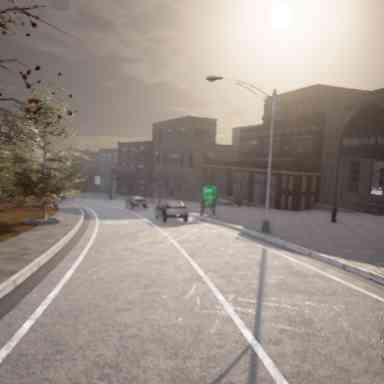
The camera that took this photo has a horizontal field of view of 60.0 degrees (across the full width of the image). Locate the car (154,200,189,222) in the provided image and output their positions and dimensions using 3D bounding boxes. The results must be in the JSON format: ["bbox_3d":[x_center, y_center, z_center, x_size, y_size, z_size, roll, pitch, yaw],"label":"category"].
[{"bbox_3d":[-1.599,1.356,24.784,2.128,1.511,4.902,1,0,-16],"label":"car"}]

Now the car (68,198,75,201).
[{"bbox_3d":[-24.418,0.921,65.350,2.128,1.511,4.902,-1,1,-31],"label":"car"}]

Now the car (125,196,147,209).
[{"bbox_3d":[-6.653,1.199,39.294,1.837,1.490,4.892,0,1,-22],"label":"car"}]
